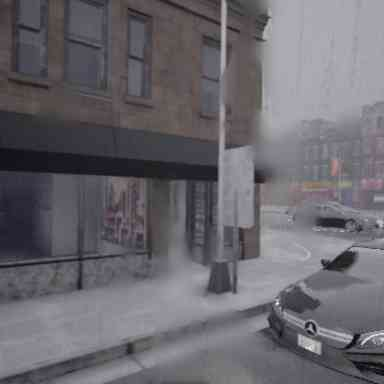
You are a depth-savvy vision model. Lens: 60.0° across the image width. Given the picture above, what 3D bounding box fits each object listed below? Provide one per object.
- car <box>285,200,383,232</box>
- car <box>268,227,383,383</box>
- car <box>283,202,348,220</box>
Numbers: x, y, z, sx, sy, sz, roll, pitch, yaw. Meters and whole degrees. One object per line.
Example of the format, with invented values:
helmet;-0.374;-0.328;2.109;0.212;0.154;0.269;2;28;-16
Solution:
car;7.818;1.405;18.244;2.128;1.511;4.902;1;-1;-36
car;3.246;1.519;5.277;4.674;1.442;1.812;0;0;-36
car;11.106;1.673;30.371;2.033;1.411;5.357;1;-1;-33
